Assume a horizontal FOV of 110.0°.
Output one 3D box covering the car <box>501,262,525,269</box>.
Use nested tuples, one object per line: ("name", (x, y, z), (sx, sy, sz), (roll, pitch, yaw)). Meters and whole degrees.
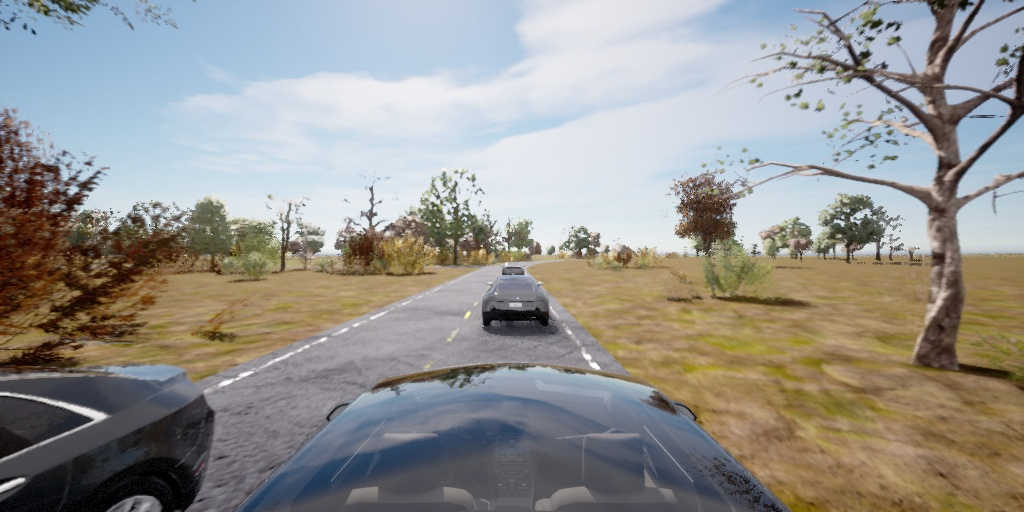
("car", (0.097, 1.240, 30.628), (2.128, 1.511, 4.902), (0, 0, 0))

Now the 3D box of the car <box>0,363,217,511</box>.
("car", (-3.099, 1.255, 0.607), (1.837, 1.490, 4.892), (0, 0, 0))

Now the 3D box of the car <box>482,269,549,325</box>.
("car", (0.101, 1.314, 11.852), (1.994, 1.385, 4.181), (0, 0, 0))
